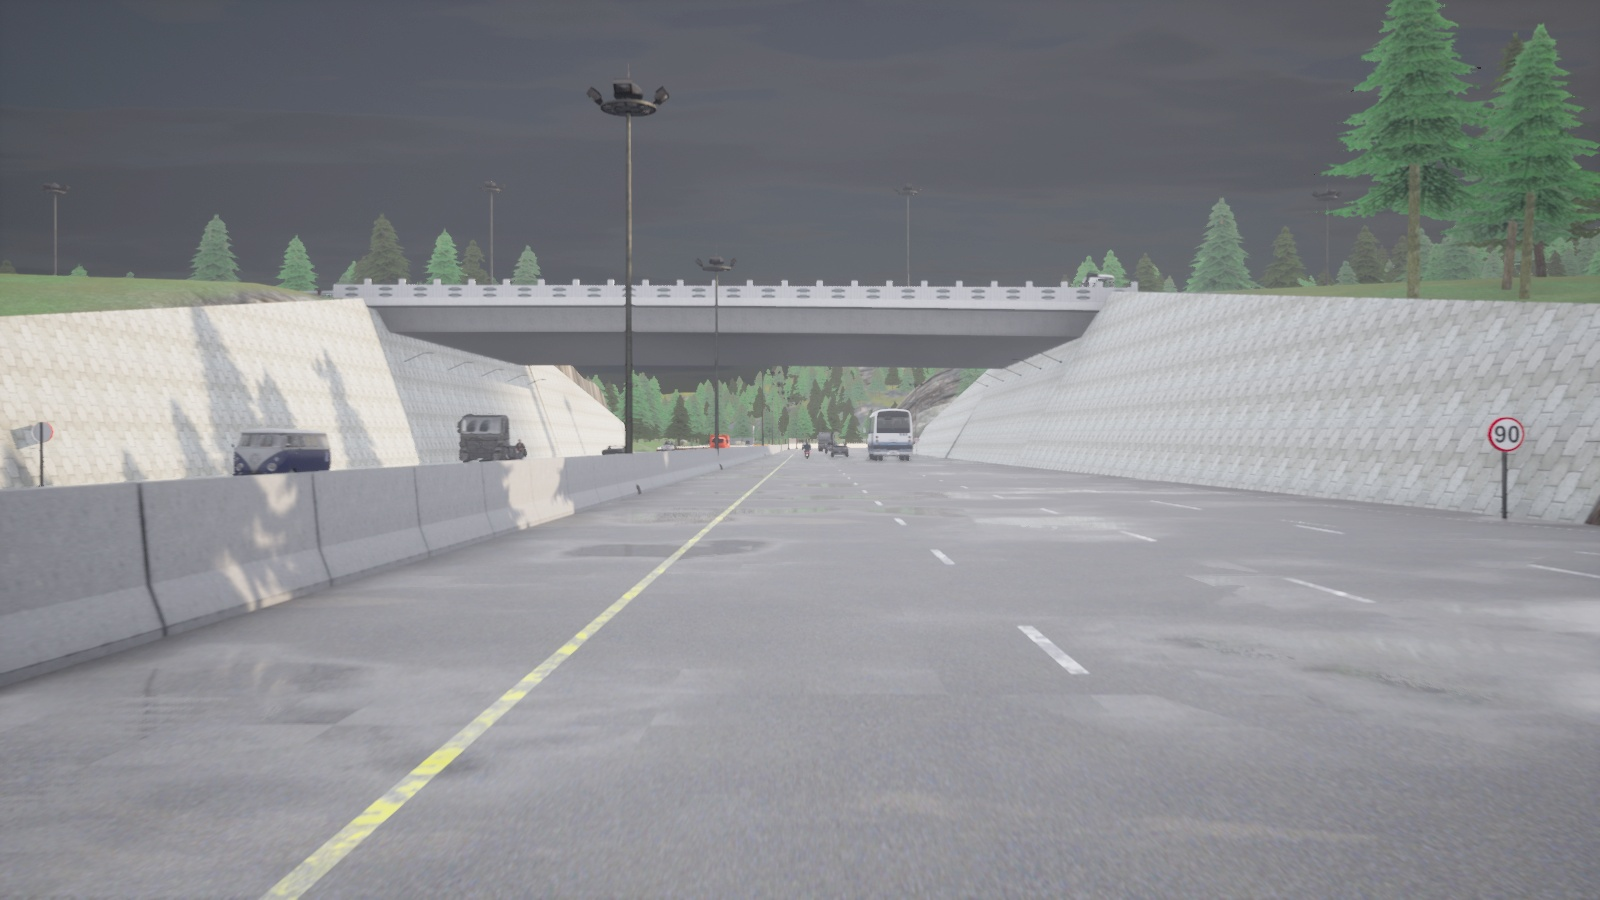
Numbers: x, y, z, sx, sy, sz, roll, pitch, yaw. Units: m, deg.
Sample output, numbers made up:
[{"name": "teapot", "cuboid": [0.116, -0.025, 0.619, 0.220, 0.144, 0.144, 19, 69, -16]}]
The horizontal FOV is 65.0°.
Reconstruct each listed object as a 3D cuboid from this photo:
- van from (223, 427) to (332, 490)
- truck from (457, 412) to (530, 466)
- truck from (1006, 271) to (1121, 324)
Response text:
[{"name": "van", "cuboid": [-17.248, 0.250, 41.691, 1.775, 1.987, 4.442, 0, 0, 0]}, {"name": "truck", "cuboid": [-20.504, -0.728, 84.421, 2.891, 3.462, 7.936, 0, 0, 0]}, {"name": "truck", "cuboid": [19.537, -11.326, 93.444, 7.936, 3.462, 2.891, 1, 0, 1]}]
